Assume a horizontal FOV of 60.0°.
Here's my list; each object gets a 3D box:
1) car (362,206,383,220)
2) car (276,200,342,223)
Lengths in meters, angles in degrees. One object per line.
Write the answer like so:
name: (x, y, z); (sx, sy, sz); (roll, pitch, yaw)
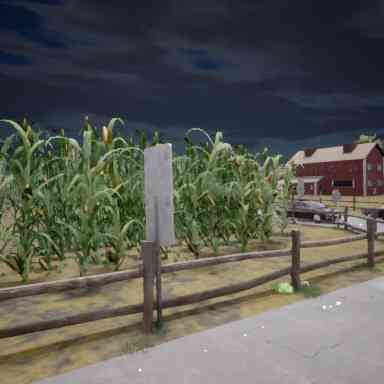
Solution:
car: (13.765, 1.338, 21.778); (1.837, 1.490, 4.892); (-2, 3, -35)
car: (8.382, 1.342, 24.215); (1.837, 1.490, 4.892); (-2, 2, -34)
